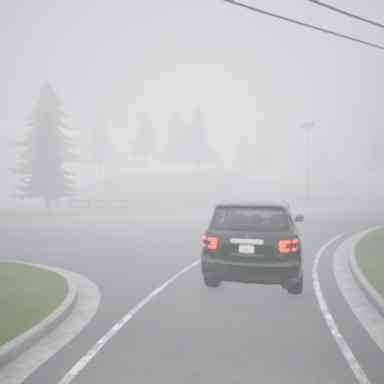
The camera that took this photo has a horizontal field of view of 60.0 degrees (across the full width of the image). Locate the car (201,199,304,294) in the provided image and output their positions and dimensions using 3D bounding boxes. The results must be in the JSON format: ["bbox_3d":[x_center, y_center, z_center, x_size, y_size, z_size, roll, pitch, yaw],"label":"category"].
[{"bbox_3d":[1.806,1.205,9.062,2.150,2.045,5.566,0,0,16],"label":"car"}]
